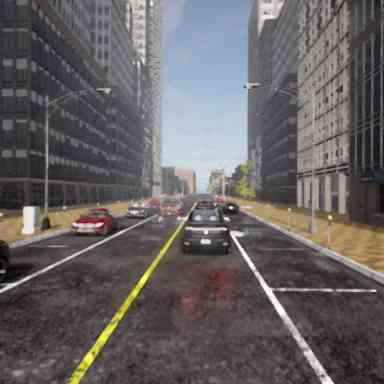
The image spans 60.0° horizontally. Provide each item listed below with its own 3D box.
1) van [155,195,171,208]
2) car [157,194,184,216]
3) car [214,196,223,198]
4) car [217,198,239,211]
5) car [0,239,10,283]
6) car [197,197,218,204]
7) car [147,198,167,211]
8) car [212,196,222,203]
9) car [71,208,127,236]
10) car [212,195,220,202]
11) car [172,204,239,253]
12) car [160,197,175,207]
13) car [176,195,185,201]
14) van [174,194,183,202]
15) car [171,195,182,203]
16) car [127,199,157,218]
[{"bbox_3d":[-4.032,1.299,46.531,1.690,1.788,3.998,1,0,2],"label":"van"},{"bbox_3d":[-1.944,1.330,31.952,2.097,1.767,4.553,0,0,2],"label":"car"},{"bbox_3d":[4.756,1.445,57.588,1.967,1.590,4.097,1,0,2],"label":"car"},{"bbox_3d":[3.926,1.580,34.836,1.947,1.339,4.313,1,0,2],"label":"car"},{"bbox_3d":[-5.485,1.531,6.712,1.947,1.339,4.313,1,0,2],"label":"car"},{"bbox_3d":[1.206,1.504,31.383,1.837,1.490,4.892,0,0,2],"label":"car"},{"bbox_3d":[-4.241,1.504,40.842,1.887,1.381,4.507,1,0,2],"label":"car"},{"bbox_3d":[5.168,1.579,68.965,1.802,1.307,4.206,1,0,2],"label":"car"},{"bbox_3d":[-5.070,1.547,18.087,1.802,1.307,4.206,1,0,2],"label":"car"},{"bbox_3d":[5.382,1.518,74.823,1.752,1.417,4.829,1,0,2],"label":"car"},{"bbox_3d":[0.565,1.493,13.811,2.128,1.511,4.902,0,0,2],"label":"car"},{"bbox_3d":[-3.827,1.537,52.220,1.802,1.307,4.206,1,0,2],"label":"car"},{"bbox_3d":[-2.791,1.502,80.662,1.947,1.339,4.313,1,0,2],"label":"car"},{"bbox_3d":[-2.996,1.281,74.973,1.690,1.788,3.998,1,0,2],"label":"van"},{"bbox_3d":[-3.204,1.384,69.284,1.967,1.590,4.097,1,0,2],"label":"car"},{"bbox_3d":[-4.656,1.514,29.466,2.008,1.369,4.403,1,0,2],"label":"car"}]
